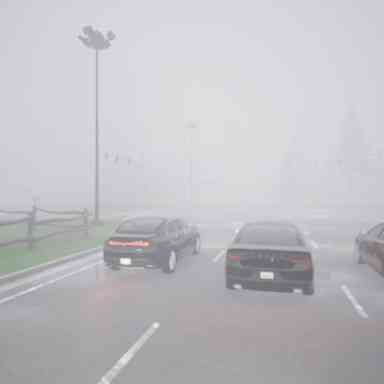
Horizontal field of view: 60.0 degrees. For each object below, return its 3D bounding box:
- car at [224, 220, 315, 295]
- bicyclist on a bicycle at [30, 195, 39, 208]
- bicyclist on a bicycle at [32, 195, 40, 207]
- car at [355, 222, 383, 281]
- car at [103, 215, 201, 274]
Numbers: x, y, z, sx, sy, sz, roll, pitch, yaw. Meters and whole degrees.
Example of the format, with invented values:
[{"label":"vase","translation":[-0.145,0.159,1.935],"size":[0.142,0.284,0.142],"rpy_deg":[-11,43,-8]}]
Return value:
[{"label":"car","translation":[2.091,1.467,8.863],"size":[1.882,1.535,5.008],"rpy_deg":[0,0,15]},{"label":"bicyclist on a bicycle","translation":[-21.323,1.270,45.028],"size":[0.582,1.620,1.656],"rpy_deg":[0,0,-6]},{"label":"bicyclist on a bicycle","translation":[-20.880,1.269,45.076],"size":[0.582,1.620,1.656],"rpy_deg":[0,0,-6]},{"label":"car","translation":[5.639,1.465,8.591],"size":[1.882,1.535,5.008],"rpy_deg":[0,0,15]},{"label":"car","translation":[-1.045,1.495,10.712],"size":[1.837,1.490,4.892],"rpy_deg":[0,0,15]}]
